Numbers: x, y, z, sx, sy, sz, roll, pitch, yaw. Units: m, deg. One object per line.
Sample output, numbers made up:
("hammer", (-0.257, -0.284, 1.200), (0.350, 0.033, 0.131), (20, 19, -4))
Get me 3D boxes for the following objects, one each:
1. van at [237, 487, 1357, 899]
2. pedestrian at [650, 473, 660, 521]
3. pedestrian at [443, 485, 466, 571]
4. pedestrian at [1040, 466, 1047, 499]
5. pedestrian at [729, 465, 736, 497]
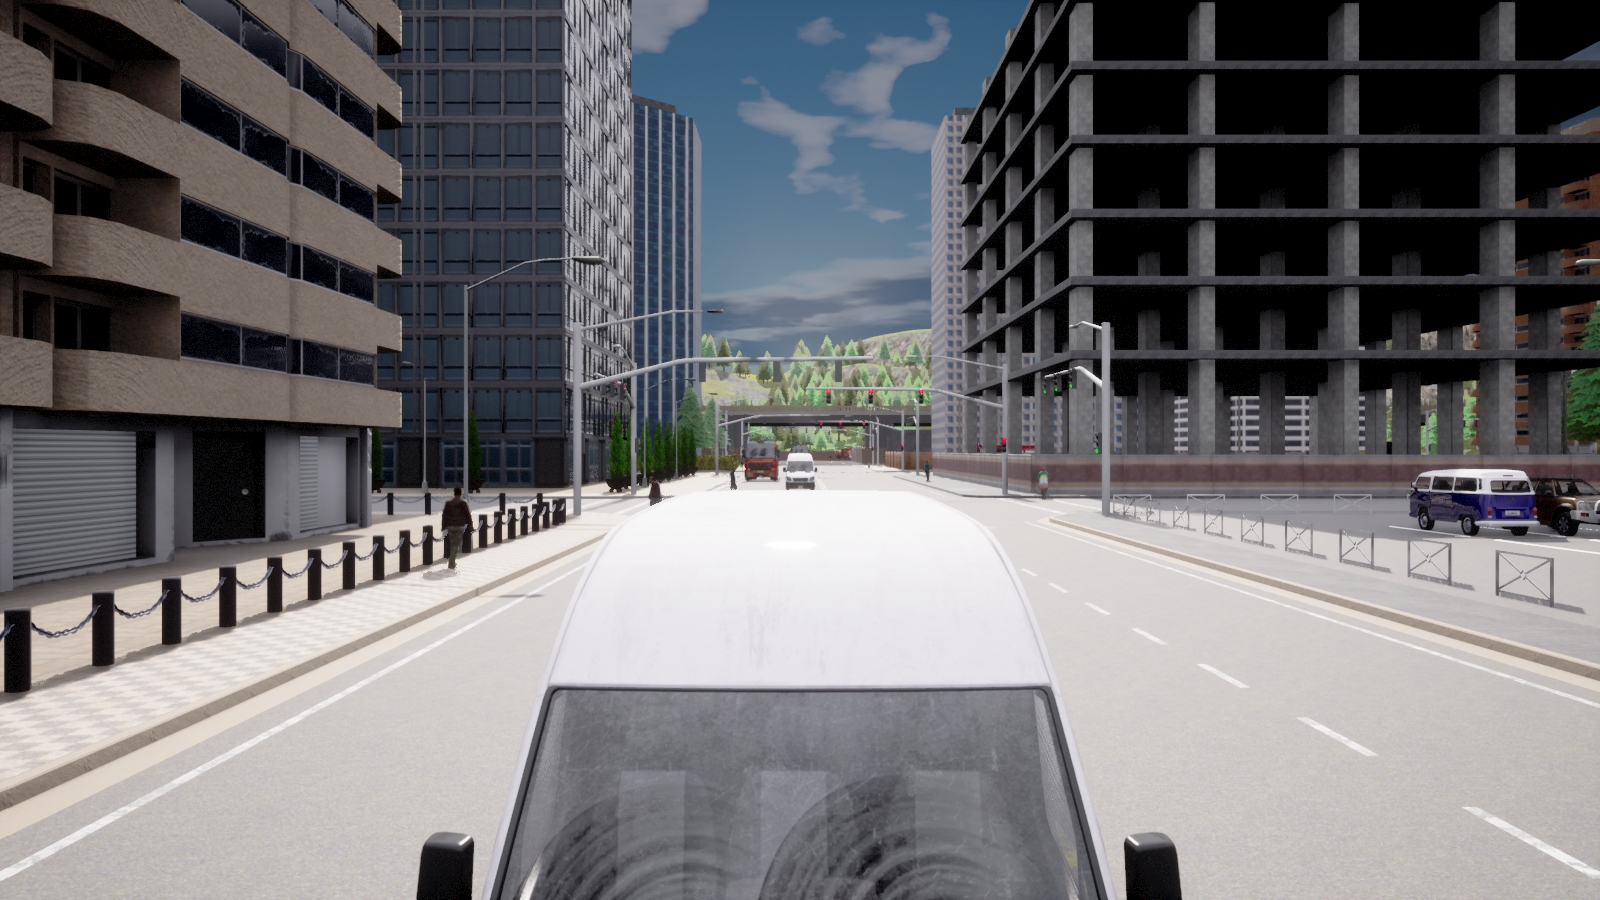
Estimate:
("van", (-0.002, 1.535, 4.985), (1.988, 2.561, 5.915), (0, 0, 0))
("pedestrian", (-5.726, 1.848, 45.036), (0.375, 1.860, 0.375), (0, 0, -5))
("pedestrian", (-7.583, 1.697, 25.095), (0.375, 1.860, 0.375), (0, 0, 1))
("pedestrian", (13.515, 1.793, 63.376), (0.375, 1.860, 0.375), (0, 0, 7))
("pedestrian", (-4.011, 1.848, 67.667), (0.375, 1.860, 0.375), (0, 0, 2))
